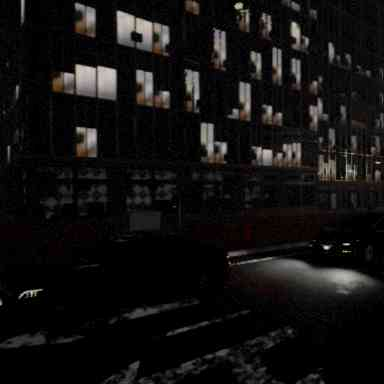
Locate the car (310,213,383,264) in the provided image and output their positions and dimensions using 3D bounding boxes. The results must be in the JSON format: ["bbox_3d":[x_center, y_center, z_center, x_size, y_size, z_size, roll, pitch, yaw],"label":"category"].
[{"bbox_3d":[6.327,1.564,12.183,4.892,1.490,1.837,0,0,-36],"label":"car"}]

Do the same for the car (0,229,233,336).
[{"bbox_3d":[-1.222,1.538,6.799,4.674,1.442,1.812,0,0,-36],"label":"car"}]
